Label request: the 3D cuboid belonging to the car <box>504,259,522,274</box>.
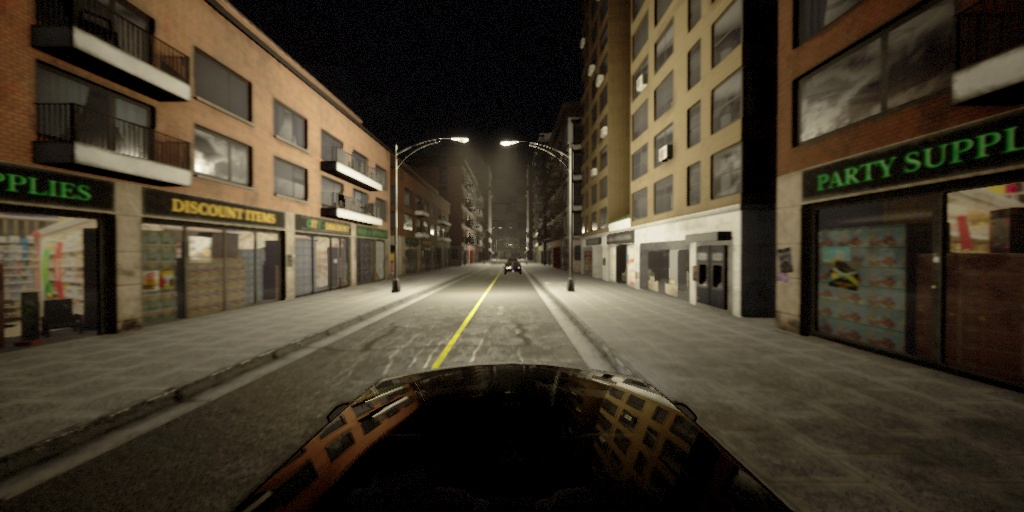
[{"bbox_3d":[0.109,1.269,39.511,1.895,1.301,4.718,0,0,0],"label":"car"}]
